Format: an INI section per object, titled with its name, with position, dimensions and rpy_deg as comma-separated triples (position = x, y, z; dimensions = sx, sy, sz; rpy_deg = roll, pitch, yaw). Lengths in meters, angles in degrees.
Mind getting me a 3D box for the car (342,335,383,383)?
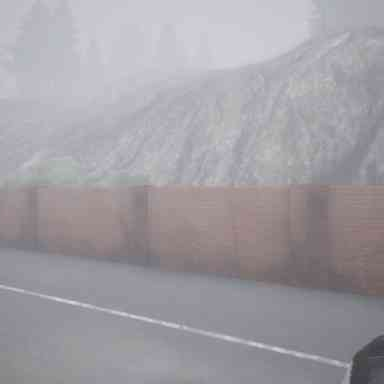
[car]
position = 3.393, 1.494, 1.602
dimensions = 4.902, 1.511, 2.128
rpy_deg = 0, 0, 29
